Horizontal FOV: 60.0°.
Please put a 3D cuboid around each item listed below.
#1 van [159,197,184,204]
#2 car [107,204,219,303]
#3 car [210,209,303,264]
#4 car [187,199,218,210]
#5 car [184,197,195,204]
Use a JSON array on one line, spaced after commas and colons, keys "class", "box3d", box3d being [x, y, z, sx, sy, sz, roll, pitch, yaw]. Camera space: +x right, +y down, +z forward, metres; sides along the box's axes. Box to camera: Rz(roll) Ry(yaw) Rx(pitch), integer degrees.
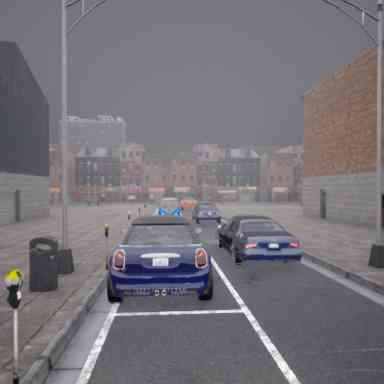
[{"class": "van", "box3d": [-1.733, 1.343, 25.292, 1.690, 1.788, 3.998, -1, 0, -4]}, {"class": "car", "box3d": [-0.762, 1.351, 8.439, 2.097, 1.767, 4.553, 0, 0, -4]}, {"class": "car", "box3d": [2.075, 1.546, 11.780, 2.033, 1.411, 5.357, 0, 0, -5]}, {"class": "car", "box3d": [1.017, 1.549, 25.358, 2.033, 1.411, 5.357, 0, 0, -4]}, {"class": "car", "box3d": [-0.457, 1.364, 42.974, 2.097, 1.767, 4.553, 0, 0, -4]}]
